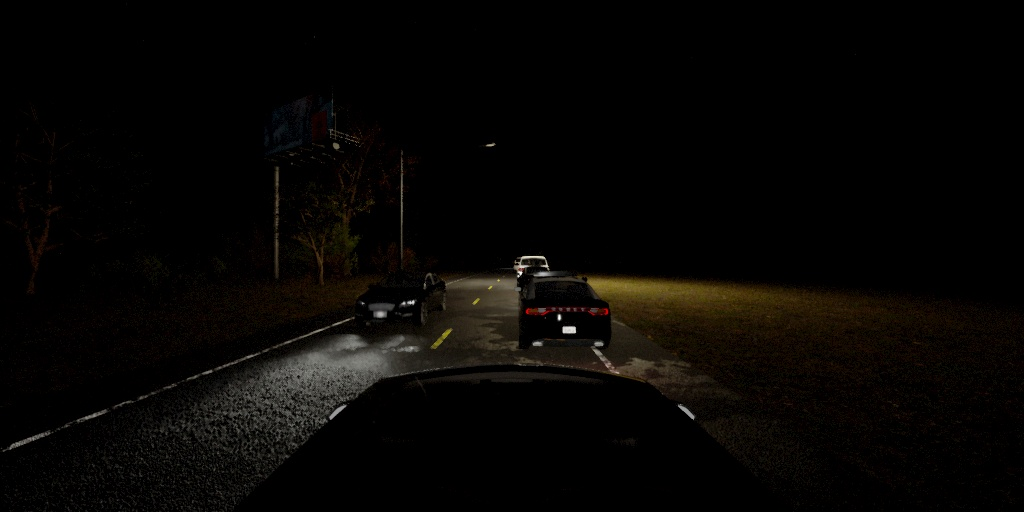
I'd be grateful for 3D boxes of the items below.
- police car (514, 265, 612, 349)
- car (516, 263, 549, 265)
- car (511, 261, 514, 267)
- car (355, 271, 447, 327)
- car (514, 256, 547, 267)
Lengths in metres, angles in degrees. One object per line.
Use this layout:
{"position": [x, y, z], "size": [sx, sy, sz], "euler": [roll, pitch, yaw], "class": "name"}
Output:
{"position": [1.100, 1.184, 9.286], "size": [1.930, 1.638, 5.238], "euler": [0, 0, 1], "class": "police car"}
{"position": [1.277, 1.296, 19.142], "size": [1.837, 1.490, 4.892], "euler": [0, 0, 1], "class": "car"}
{"position": [1.395, 1.203, 46.496], "size": [2.150, 2.045, 5.566], "euler": [0, 0, 4], "class": "car"}
{"position": [-3.383, 1.257, 11.749], "size": [2.128, 1.511, 4.902], "euler": [0, 0, 1], "class": "car"}
{"position": [1.446, 1.044, 25.151], "size": [2.150, 2.045, 5.566], "euler": [0, 0, 2], "class": "car"}
